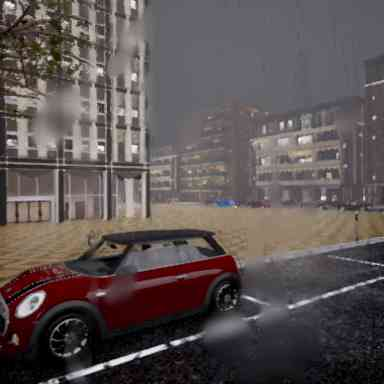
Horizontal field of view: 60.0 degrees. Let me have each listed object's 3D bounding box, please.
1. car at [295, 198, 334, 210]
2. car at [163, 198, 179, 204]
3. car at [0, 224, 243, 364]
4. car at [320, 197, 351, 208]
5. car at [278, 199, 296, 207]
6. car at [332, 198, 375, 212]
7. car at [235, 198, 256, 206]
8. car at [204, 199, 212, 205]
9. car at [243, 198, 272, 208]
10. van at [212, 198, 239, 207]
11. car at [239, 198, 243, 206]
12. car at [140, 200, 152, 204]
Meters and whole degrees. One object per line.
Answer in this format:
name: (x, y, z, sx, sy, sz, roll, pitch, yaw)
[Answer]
car: (17.179, 1.853, 46.178, 2.008, 1.369, 4.403, -2, 0, -36)
car: (-5.326, 2.388, 91.768, 1.967, 1.590, 4.097, -2, 0, -36)
car: (-1.113, 1.433, 5.774, 4.097, 1.590, 1.967, 0, 0, -35)
car: (22.862, 1.685, 53.056, 1.967, 1.590, 4.097, -2, 0, -36)
car: (17.604, 1.957, 60.238, 1.802, 1.307, 4.206, -2, 0, -36)
car: (20.445, 1.772, 41.667, 2.008, 1.369, 4.403, -2, 0, -36)
car: (11.008, 1.979, 69.216, 1.967, 1.590, 4.097, -2, 0, -36)
car: (4.476, 2.285, 78.235, 1.802, 1.307, 4.206, -2, 0, -36)
car: (11.100, 1.998, 54.653, 1.887, 1.381, 4.507, -2, 0, -36)
van: (6.178, 1.918, 61.538, 1.690, 1.788, 3.998, -2, 0, -36)
car: (7.404, 2.138, 64.470, 1.994, 1.385, 4.181, -1, 0, -35)
car: (-12.110, 2.585, 86.854, 2.008, 1.369, 4.403, -2, 0, -36)
